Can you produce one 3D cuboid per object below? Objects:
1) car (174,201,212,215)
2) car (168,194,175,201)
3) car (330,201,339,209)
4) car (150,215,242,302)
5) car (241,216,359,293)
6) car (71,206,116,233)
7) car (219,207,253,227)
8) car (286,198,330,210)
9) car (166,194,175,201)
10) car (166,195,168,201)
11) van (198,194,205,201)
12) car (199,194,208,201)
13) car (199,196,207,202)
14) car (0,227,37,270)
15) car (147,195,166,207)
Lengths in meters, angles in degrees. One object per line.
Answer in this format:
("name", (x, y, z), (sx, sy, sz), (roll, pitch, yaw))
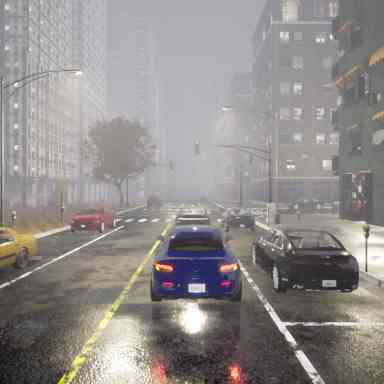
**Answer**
("car", (0.045, 1.495, 18.252), (2.128, 1.511, 4.902), (0, 0, 0))
("car", (-5.857, 1.649, 85.246), (1.947, 1.339, 4.313), (0, 0, 0))
("car", (18.749, 1.259, 39.229), (4.829, 1.417, 1.752), (-1, 1, -1))
("car", (0.078, 1.526, 8.149), (1.812, 1.442, 4.674), (0, 0, 0))
("car", (2.676, 1.552, 8.670), (2.008, 1.369, 4.403), (0, 0, 0))
("car", (-5.726, 1.549, 19.720), (1.887, 1.381, 4.507), (0, 0, 0))
("car", (2.654, 1.555, 19.736), (2.008, 1.369, 4.403), (0, 0, 0))
("car", (13.352, 1.359, 39.164), (4.403, 1.369, 2.008), (-1, 1, -1))
("car", (-5.868, 1.410, 90.768), (2.192, 1.841, 5.009), (0, 0, 0))
("car", (-5.802, 1.607, 57.631), (1.947, 1.339, 4.313), (0, 0, 0))
("van", (2.524, 1.424, 85.262), (1.690, 1.788, 3.998), (0, 0, 0))
("car", (2.546, 1.630, 74.216), (1.947, 1.339, 4.313), (0, 0, 0))
("car", (2.535, 1.599, 79.908), (1.752, 1.417, 4.829), (0, 0, 0))
("car", (-5.704, 1.526, 8.484), (1.752, 1.417, 4.829), (0, 0, 0))
("car", (-5.791, 1.349, 52.108), (2.192, 1.841, 5.009), (0, 0, 0))
